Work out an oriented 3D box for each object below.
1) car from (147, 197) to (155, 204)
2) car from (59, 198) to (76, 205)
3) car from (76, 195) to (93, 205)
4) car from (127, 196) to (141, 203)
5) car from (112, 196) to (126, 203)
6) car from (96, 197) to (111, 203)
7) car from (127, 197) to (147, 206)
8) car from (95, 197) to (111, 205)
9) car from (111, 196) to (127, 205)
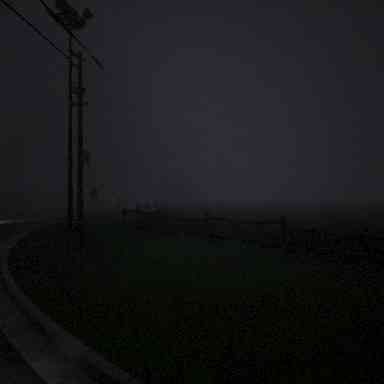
[{"bbox_3d":[-9.577,1.843,75.466,1.837,1.490,4.892,0,0,3],"label":"car"},{"bbox_3d":[-24.181,1.864,65.479,2.033,1.411,5.357,0,0,3],"label":"car"},{"bbox_3d":[-20.657,1.846,65.787,1.812,1.442,4.674,0,0,3],"label":"car"},{"bbox_3d":[-13.094,1.722,75.273,2.033,1.411,5.357,0,0,3],"label":"car"},{"bbox_3d":[-16.588,1.668,75.477,1.882,1.535,5.008,0,0,3],"label":"car"},{"bbox_3d":[-20.082,1.752,75.679,1.994,1.385,4.181,0,0,3],"label":"car"},{"bbox_3d":[-10.236,1.815,62.426,1.812,1.442,4.674,0,0,3],"label":"car"},{"bbox_3d":[-17.168,1.881,65.489,1.994,1.385,4.181,0,0,3],"label":"car"},{"bbox_3d":[-13.698,1.812,64.871,1.837,1.490,4.892,0,0,3],"label":"car"}]
